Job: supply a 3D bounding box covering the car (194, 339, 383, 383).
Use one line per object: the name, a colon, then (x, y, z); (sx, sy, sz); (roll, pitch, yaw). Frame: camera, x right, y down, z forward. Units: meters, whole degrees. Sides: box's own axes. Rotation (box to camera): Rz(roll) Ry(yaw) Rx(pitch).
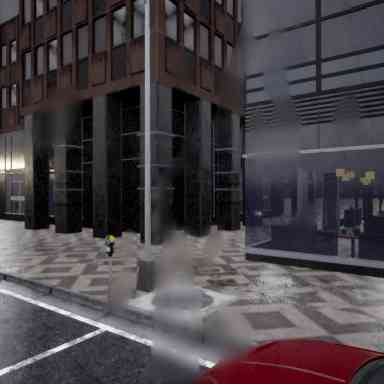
car: (1.961, 1.545, 1.563); (4.507, 1.381, 1.887); (0, 0, 36)
